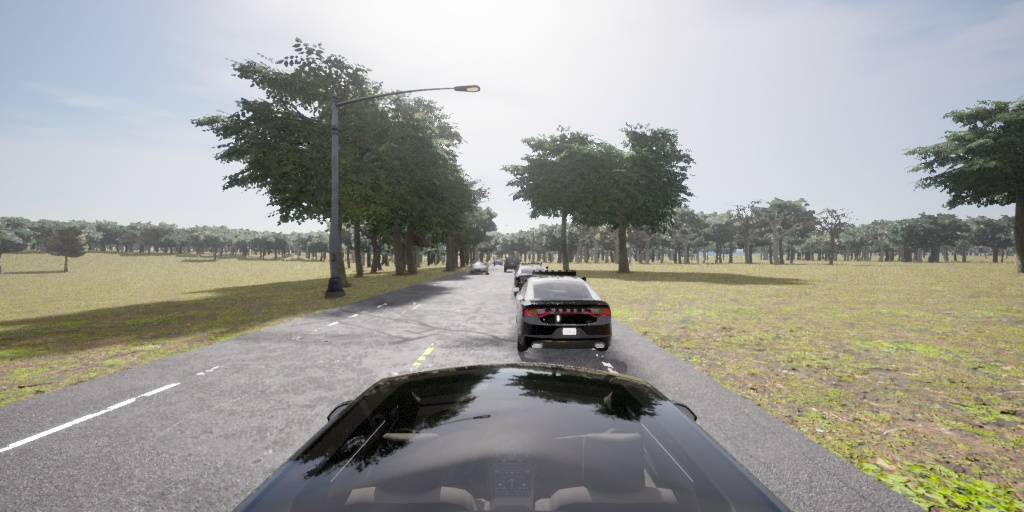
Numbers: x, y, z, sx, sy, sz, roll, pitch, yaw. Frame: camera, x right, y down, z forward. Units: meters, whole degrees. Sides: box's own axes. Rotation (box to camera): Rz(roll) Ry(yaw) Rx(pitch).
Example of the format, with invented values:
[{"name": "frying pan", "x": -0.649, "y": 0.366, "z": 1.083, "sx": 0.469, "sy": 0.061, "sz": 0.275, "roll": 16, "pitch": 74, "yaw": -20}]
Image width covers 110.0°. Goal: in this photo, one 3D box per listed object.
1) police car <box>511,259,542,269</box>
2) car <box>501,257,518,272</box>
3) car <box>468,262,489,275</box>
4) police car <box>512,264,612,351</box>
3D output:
[{"name": "police car", "x": 1.045, "y": 1.173, "z": 19.128, "sx": 1.930, "sy": 1.638, "sz": 5.238, "roll": 0, "pitch": 0, "yaw": 0}, {"name": "car", "x": 0.018, "y": 1.106, "z": 48.488, "sx": 2.150, "sy": 2.045, "sz": 5.566, "roll": 0, "pitch": -1, "yaw": 0}, {"name": "car", "x": -3.612, "y": 1.381, "z": 39.716, "sx": 1.994, "sy": 1.385, "sz": 4.181, "roll": 0, "pitch": 0, "yaw": 0}, {"name": "police car", "x": 1.048, "y": 1.173, "z": 9.126, "sx": 1.930, "sy": 1.638, "sz": 5.238, "roll": 0, "pitch": 0, "yaw": 0}]
